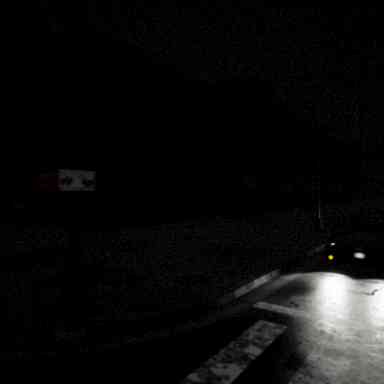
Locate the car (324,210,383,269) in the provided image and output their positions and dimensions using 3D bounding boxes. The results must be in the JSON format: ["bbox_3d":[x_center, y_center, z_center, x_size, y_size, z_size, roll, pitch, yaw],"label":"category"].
[{"bbox_3d":[5.559,1.481,10.398,1.994,1.385,4.181,0,0,35],"label":"car"}]

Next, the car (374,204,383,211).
[{"bbox_3d":[11.630,1.346,18.931,1.882,1.535,5.008,0,0,35],"label":"car"}]
